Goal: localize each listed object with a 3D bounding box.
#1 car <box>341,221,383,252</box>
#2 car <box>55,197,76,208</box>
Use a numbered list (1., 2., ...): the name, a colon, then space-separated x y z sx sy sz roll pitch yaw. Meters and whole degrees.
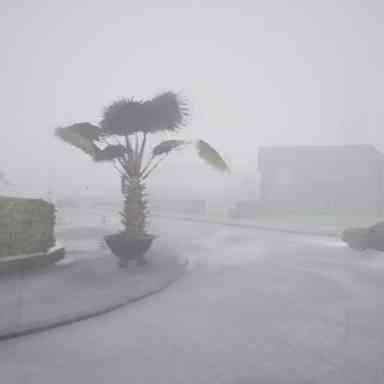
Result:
1. car: 7.459 1.541 11.157 2.033 1.411 5.357 0 0 -14
2. car: -18.095 1.500 47.642 1.837 1.490 4.892 0 0 -37
